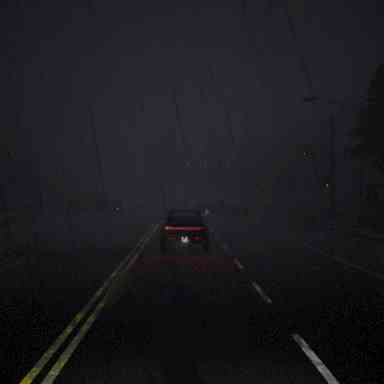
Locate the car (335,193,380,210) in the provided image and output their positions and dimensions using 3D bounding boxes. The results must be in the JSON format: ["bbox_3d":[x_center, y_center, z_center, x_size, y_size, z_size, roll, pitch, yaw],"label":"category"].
[{"bbox_3d":[21.115,1.166,42.344,5.566,2.045,2.150,0,0,-2],"label":"car"}]

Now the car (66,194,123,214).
[{"bbox_3d":[-10.000,1.187,34.147,5.566,2.045,2.150,0,0,-2],"label":"car"}]

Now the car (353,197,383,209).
[{"bbox_3d":[21.902,1.545,38.869,4.718,1.301,1.895,0,0,-2],"label":"car"}]

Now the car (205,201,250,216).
[{"bbox_3d":[2.671,1.528,31.050,5.357,1.411,2.033,0,0,-2],"label":"car"}]

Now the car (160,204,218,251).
[{"bbox_3d":[-0.325,1.491,14.102,2.128,1.511,4.902,0,0,-2],"label":"car"}]
